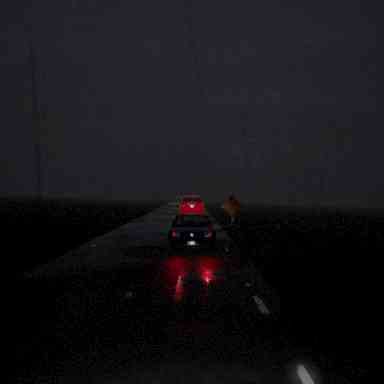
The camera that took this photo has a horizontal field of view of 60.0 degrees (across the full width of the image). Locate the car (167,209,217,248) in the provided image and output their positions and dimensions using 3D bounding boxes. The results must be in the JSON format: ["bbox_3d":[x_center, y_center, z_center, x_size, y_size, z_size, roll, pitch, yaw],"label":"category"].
[{"bbox_3d":[0.000,1.626,14.689,1.895,1.301,4.718,0,0,0],"label":"car"}]

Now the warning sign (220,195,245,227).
[{"bbox_3d":[2.416,1.127,20.007,1.300,1.860,1.060,-2,-2,0],"label":"warning sign"}]

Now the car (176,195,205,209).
[{"bbox_3d":[0.000,1.273,29.702,2.150,2.045,5.566,0,0,0],"label":"car"}]
